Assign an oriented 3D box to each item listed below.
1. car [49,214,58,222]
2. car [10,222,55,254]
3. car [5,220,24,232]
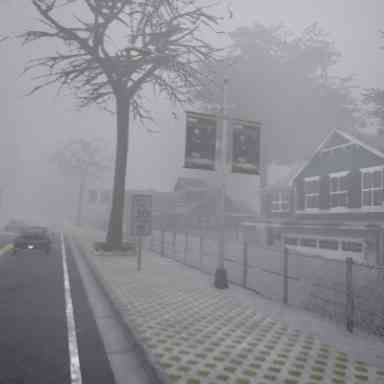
[{"bbox_3d":[-34.303,6.706,82.422,1.895,1.301,4.718,4,-5,-21],"label":"car"},{"bbox_3d":[-9.259,2.762,19.547,1.837,1.490,4.892,4,-5,-21],"label":"car"},{"bbox_3d":[-20.387,3.933,38.702,2.033,1.411,5.357,4,-5,-21],"label":"car"}]
